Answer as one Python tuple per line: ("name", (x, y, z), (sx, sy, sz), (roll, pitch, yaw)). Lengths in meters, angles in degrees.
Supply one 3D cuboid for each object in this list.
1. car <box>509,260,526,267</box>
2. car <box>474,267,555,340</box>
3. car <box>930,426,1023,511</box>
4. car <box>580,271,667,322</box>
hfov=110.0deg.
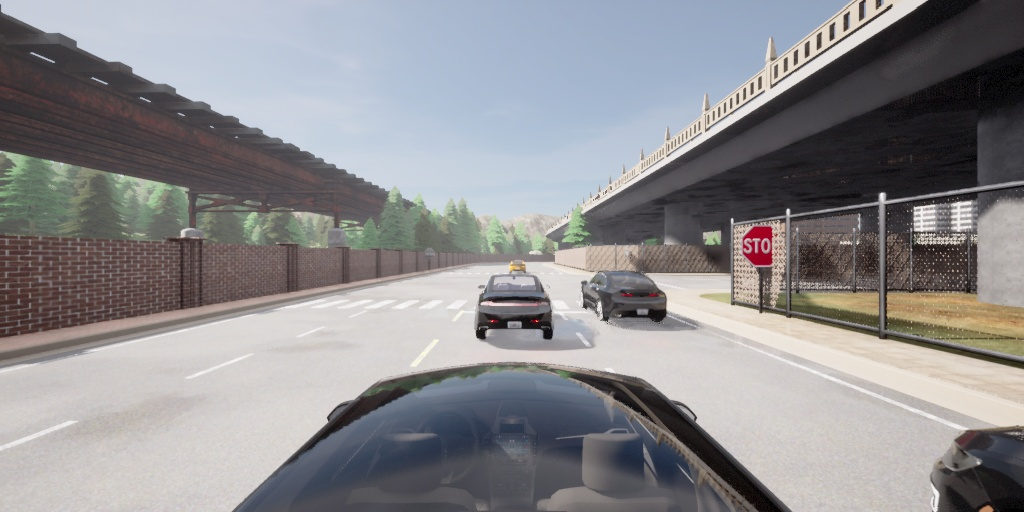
("car", (0.694, 1.228, 43.347), (1.882, 1.535, 5.008), (0, 0, 1))
("car", (0.057, 1.242, 10.000), (2.128, 1.511, 4.902), (0, 0, 0))
("car", (3.556, 1.255, 0.180), (1.837, 1.490, 4.892), (0, 0, 0))
("car", (3.566, 1.256, 12.185), (1.837, 1.490, 4.892), (0, 0, 0))
